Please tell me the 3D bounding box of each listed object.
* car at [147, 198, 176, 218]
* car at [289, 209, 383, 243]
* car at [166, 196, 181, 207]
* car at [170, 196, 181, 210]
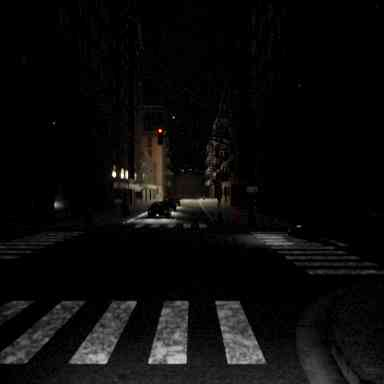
[{"bbox_3d":[-2.841,1.529,30.207,2.033,1.411,5.357,0,0,0],"label":"car"},{"bbox_3d":[6.965,1.534,15.580,4.674,1.442,1.812,0,0,4],"label":"car"},{"bbox_3d":[-2.831,1.449,53.138,2.128,1.511,4.902,0,0,0],"label":"car"},{"bbox_3d":[-2.835,1.464,40.585,2.128,1.511,4.902,0,0,0],"label":"car"}]
